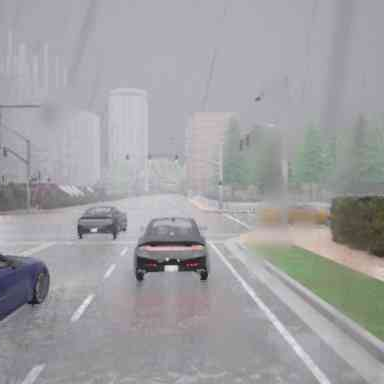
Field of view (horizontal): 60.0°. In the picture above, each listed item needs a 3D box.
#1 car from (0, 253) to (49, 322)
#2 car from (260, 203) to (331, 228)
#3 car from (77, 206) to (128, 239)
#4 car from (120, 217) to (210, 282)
[{"bbox_3d":[-3.833,1.530,5.062,1.812,1.442,4.674,0,0,-2],"label":"car"},{"bbox_3d":[6.862,1.444,21.216,5.008,1.535,1.882,0,-1,-6],"label":"car"},{"bbox_3d":[-4.508,1.488,17.264,2.128,1.511,4.902,0,0,-3],"label":"car"},{"bbox_3d":[-0.548,1.484,9.791,2.128,1.511,4.902,0,0,-2],"label":"car"}]
